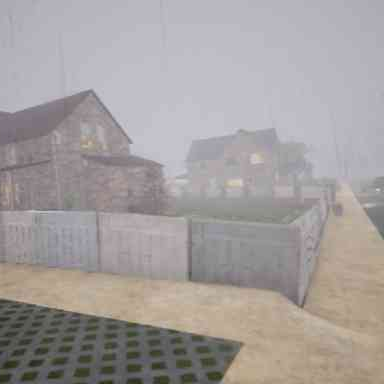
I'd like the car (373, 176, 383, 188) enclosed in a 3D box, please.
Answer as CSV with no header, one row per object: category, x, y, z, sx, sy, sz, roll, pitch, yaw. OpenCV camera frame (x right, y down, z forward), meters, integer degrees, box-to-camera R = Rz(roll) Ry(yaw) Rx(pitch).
car,25.953,-1.436,45.558,1.882,1.535,5.008,-5,1,24
